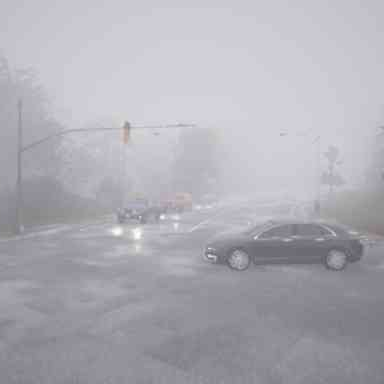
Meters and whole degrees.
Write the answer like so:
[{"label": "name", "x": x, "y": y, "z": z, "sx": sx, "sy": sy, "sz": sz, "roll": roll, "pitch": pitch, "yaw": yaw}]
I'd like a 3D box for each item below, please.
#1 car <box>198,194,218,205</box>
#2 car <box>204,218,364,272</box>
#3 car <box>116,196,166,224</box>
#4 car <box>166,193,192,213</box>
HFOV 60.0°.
[{"label": "car", "x": 2.326, "y": 1.025, "z": 48.195, "sx": 1.812, "sy": 1.442, "sz": 4.674, "roll": 0, "pitch": 3, "yaw": 22}, {"label": "car", "x": 2.827, "y": 1.621, "z": 10.617, "sx": 4.892, "sy": 1.490, "sz": 1.837, "roll": 0, "pitch": 0, "yaw": -1}, {"label": "car", "x": -4.167, "y": 1.372, "z": 27.158, "sx": 2.150, "sy": 2.045, "sz": 5.566, "roll": 0, "pitch": 0, "yaw": 12}, {"label": "car", "x": -1.603, "y": 1.181, "z": 37.158, "sx": 2.150, "sy": 2.045, "sz": 5.566, "roll": 0, "pitch": 2, "yaw": 17}]
